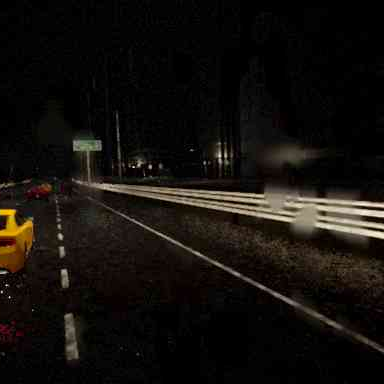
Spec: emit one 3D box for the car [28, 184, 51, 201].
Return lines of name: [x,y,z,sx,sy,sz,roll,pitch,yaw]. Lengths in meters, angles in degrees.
car: [-16.780,0.238,36.319,1.882,1.535,5.008,-3,3,-22]

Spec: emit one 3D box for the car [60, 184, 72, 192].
car: [-22.735,-0.781,60.042,1.882,1.535,5.008,-3,3,-22]

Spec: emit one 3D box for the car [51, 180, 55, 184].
car: [-37.483,-1.634,86.639,1.812,1.442,4.674,-3,4,-22]

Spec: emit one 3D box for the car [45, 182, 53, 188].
car: [-28.277,-0.785,64.063,1.882,1.535,5.008,-3,3,-22]

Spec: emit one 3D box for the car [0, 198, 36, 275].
car: [-5.410,1.207,8.950,1.882,1.535,5.008,-3,3,-22]
